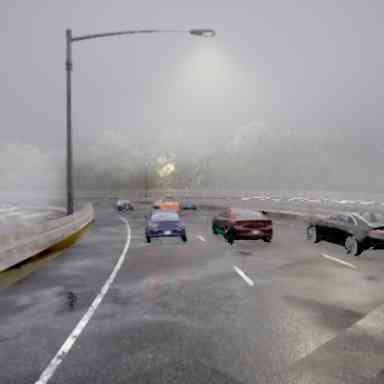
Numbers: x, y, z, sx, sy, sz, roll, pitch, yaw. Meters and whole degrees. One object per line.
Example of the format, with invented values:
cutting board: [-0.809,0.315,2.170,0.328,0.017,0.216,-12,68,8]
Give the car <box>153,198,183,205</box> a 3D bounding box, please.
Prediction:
car: [-2.980,1.408,36.547,2.097,1.767,4.553,-1,0,-19]

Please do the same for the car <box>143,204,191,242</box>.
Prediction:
car: [-1.390,1.552,16.457,1.812,1.442,4.674,0,0,-9]

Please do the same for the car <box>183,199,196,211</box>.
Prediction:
car: [-1.042,1.607,41.361,1.994,1.385,4.181,0,0,-22]

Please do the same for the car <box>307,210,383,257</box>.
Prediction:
car: [6.161,1.446,12.784,2.128,1.511,4.902,-1,0,-6]

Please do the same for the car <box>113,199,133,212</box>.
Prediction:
car: [-8.557,1.638,41.317,1.812,1.442,4.674,0,0,-23]

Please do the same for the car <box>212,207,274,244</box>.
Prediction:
car: [2.240,1.470,15.950,1.882,1.535,5.008,0,0,-8]
